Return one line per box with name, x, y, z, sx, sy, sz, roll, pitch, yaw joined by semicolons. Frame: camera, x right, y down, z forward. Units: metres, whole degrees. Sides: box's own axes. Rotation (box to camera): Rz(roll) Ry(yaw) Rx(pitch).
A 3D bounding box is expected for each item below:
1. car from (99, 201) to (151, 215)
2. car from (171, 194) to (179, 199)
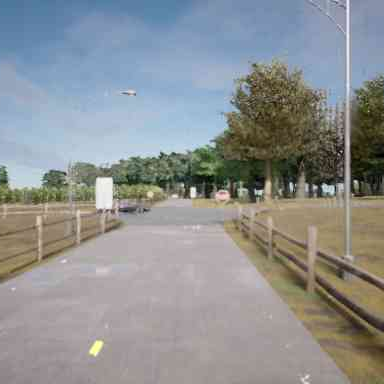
car;-7.133;1.669;35.601;5.357;1.411;2.033;0;-1;0
car;-4.726;1.221;92.648;1.812;1.442;4.674;0;0;0
